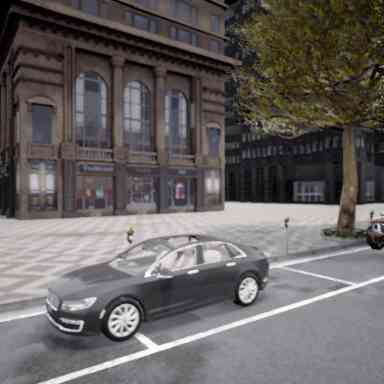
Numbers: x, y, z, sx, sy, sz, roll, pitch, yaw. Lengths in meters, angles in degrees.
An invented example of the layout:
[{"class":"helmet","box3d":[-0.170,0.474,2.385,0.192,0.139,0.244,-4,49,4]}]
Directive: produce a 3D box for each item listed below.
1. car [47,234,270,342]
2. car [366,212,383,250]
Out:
[{"class":"car","box3d":[-0.396,1.544,6.367,4.403,1.369,2.008,0,0,-35]},{"class":"car","box3d":[8.848,1.285,12.959,5.009,1.841,2.192,0,0,-35]}]
